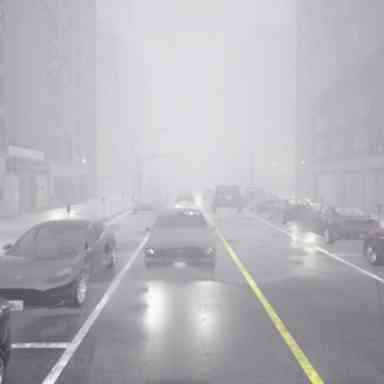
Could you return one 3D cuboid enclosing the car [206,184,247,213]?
[{"bbox_3d":[2.491,0.422,25.625,2.150,2.045,5.566,0,2,-1],"label":"car"}]

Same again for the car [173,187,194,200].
[{"bbox_3d":[-0.764,0.493,35.365,1.895,1.301,4.718,0,2,-1],"label":"car"}]

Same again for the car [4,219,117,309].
[{"bbox_3d":[-2.843,1.329,7.355,1.947,1.339,4.313,0,2,-1],"label":"car"}]

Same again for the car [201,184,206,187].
[{"bbox_3d":[3.893,-0.997,78.995,1.967,1.590,4.097,0,2,-2],"label":"car"}]

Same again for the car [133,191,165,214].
[{"bbox_3d":[-3.192,0.829,23.919,1.802,1.307,4.206,0,2,-1],"label":"car"}]

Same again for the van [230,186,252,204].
[{"bbox_3d":[5.101,0.245,35.138,1.690,1.788,3.998,0,2,-1],"label":"van"}]

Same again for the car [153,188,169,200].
[{"bbox_3d":[-3.308,0.641,29.440,1.947,1.339,4.313,0,2,-1],"label":"car"}]

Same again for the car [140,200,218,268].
[{"bbox_3d":[-0.339,1.217,10.382,2.033,1.411,5.357,0,2,-2],"label":"car"}]

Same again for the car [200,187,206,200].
[{"bbox_3d":[2.187,0.357,39.810,1.895,1.301,4.718,0,2,-1],"label":"car"}]

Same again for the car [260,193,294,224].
[{"bbox_3d":[5.448,0.971,18.585,2.008,1.369,4.403,0,2,-1],"label":"car"}]

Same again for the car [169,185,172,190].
[{"bbox_3d":[-3.424,0.343,34.957,1.967,1.590,4.097,0,2,-1],"label":"car"}]

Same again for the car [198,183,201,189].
[{"bbox_3d":[3.408,-1.196,90.294,1.802,1.307,4.206,0,2,-2],"label":"car"}]

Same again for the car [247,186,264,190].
[{"bbox_3d":[5.217,0.391,29.618,2.192,1.841,5.009,0,2,-1],"label":"car"}]

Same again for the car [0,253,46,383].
[{"bbox_3d":[-2.727,1.502,1.834,1.947,1.339,4.313,0,2,-1],"label":"car"}]

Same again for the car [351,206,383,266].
[{"bbox_3d":[5.680,1.205,7.543,1.967,1.590,4.097,0,2,-1],"label":"car"}]

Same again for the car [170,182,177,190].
[{"bbox_3d":[-5.110,-1.334,89.932,1.967,1.590,4.097,0,2,-2],"label":"car"}]

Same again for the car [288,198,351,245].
[{"bbox_3d":[5.564,1.143,13.066,2.008,1.369,4.403,0,2,-1],"label":"car"}]

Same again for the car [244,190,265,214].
[{"bbox_3d":[5.332,0.814,24.105,1.947,1.339,4.313,0,2,-1],"label":"car"}]
